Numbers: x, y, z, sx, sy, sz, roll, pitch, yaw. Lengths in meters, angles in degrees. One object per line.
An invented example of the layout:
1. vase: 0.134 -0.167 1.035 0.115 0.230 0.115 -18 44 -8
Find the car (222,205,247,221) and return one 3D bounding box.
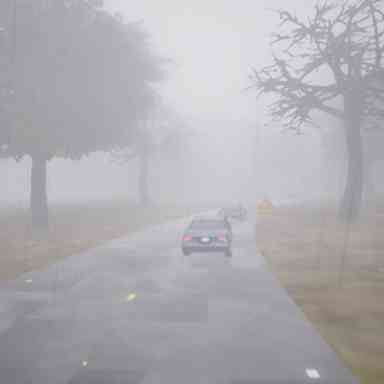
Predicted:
1. car: 3.559 1.725 28.394 1.895 1.301 4.718 0 1 15

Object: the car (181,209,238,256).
1. car: 0.753 1.676 13.772 2.033 1.411 5.357 0 0 7

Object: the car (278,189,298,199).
1. car: 19.997 0.430 68.544 2.150 2.045 5.566 0 1 37

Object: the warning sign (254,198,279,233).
1. warning sign: 4.081 1.272 18.329 1.300 1.860 1.060 0 0 10
